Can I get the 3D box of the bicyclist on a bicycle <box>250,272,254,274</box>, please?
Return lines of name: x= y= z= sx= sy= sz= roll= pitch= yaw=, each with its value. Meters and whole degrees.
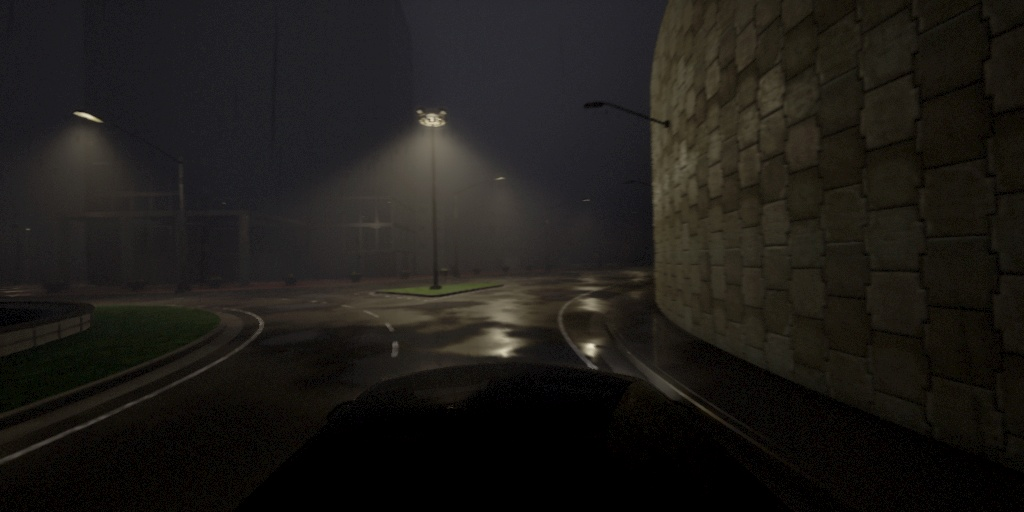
bicyclist on a bicycle: x=-33.447 y=2.226 z=44.813 sx=1.656 sy=0.582 sz=1.620 roll=-23 pitch=-11 yaw=-5

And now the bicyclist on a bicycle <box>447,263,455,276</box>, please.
bicyclist on a bicycle: x=-7.602 y=1.752 z=44.910 sx=0.582 sy=1.620 sz=1.656 roll=-2 pitch=-4 yaw=35
